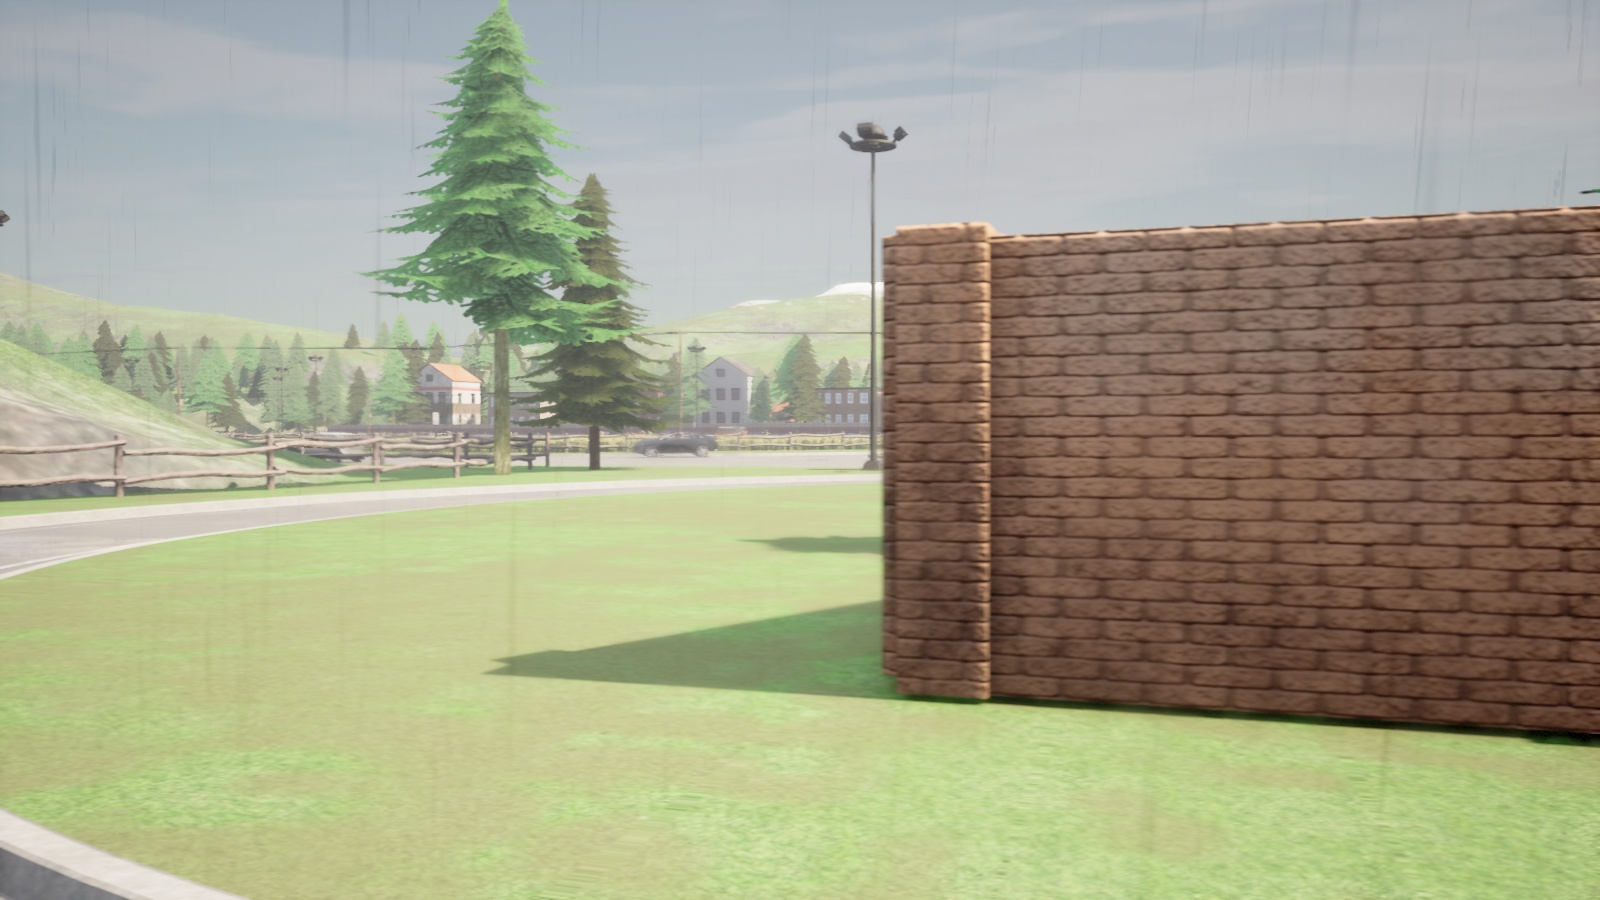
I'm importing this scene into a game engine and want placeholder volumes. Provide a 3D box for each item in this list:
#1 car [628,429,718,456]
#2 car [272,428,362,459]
[{"bbox_3d":[-7.288,-0.423,71.906,4.902,1.511,2.128,0,1,-12],"label":"car"},{"bbox_3d":[-24.008,-0.337,62.496,3.806,1.475,1.970,1,1,18],"label":"car"}]
